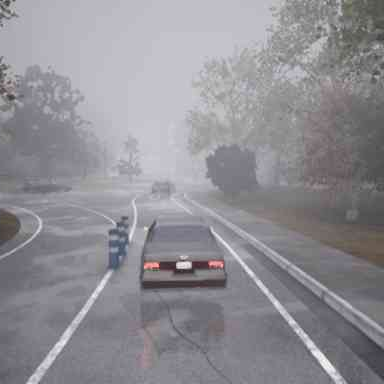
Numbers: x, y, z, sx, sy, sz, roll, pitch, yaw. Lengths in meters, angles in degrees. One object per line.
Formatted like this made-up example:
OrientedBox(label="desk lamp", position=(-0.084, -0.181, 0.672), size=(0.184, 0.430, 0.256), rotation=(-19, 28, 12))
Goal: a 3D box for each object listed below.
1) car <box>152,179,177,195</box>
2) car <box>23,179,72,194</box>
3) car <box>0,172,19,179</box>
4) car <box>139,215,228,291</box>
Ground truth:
OrientedBox(label="car", position=(-2.820, -0.583, 34.169), size=(2.128, 1.511, 4.902), rotation=(1, 5, 7))
OrientedBox(label="car", position=(-14.927, -0.577, 34.420), size=(4.674, 1.442, 1.812), rotation=(-1, 6, -9))
OrientedBox(label="car", position=(-34.154, -2.993, 61.062), size=(1.994, 1.385, 4.181), rotation=(3, 5, 30))
OrientedBox(label="car", position=(-0.320, 1.299, 8.633), size=(2.033, 1.411, 5.357), rotation=(0, 2, -4))
